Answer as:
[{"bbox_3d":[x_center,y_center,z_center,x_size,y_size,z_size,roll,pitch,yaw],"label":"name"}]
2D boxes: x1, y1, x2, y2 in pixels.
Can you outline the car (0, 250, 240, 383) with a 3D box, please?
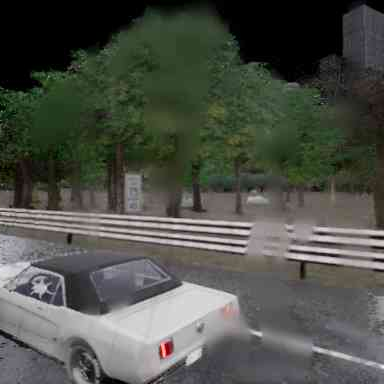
[{"bbox_3d":[-1.775,1.598,5.138,4.718,1.301,1.895,0,0,36],"label":"car"}]
